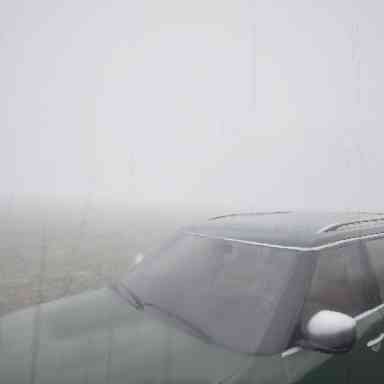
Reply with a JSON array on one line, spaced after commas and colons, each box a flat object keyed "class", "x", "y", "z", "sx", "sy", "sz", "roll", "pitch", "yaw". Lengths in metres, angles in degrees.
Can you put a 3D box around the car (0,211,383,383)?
[{"class": "car", "x": 0.756, "y": 1.261, "z": 3.251, "sx": 5.566, "sy": 2.045, "sz": 2.150, "roll": 1, "pitch": -1, "yaw": -38}]
